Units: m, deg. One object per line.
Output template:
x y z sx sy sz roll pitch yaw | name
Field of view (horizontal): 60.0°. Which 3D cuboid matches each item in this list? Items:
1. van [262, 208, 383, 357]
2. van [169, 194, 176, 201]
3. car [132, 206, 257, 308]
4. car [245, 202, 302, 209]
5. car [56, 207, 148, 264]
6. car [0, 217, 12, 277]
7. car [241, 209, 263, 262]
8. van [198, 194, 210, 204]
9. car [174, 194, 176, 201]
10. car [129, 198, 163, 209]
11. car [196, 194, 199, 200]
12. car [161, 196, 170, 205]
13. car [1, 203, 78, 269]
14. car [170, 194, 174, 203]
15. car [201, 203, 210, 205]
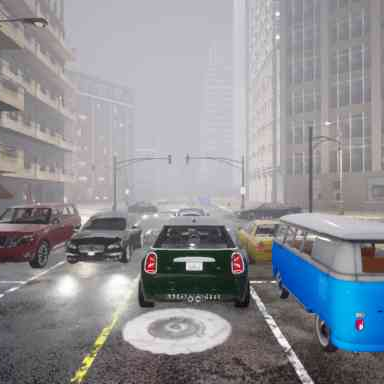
2.561 1.343 5.878 1.690 1.788 3.998 0 0 0 | van
-5.475 1.542 93.709 1.690 1.788 3.998 0 0 0 | van
0.050 1.355 8.098 2.097 1.767 4.553 0 0 0 | car
5.924 1.491 25.821 5.357 1.411 2.033 -1 0 -7 | car
-2.902 1.511 11.928 1.837 1.490 4.892 0 0 0 | car
-5.320 1.442 5.858 1.967 1.590 4.097 0 0 0 | car
2.549 1.531 11.584 1.752 1.417 4.829 0 0 0 | car
2.464 1.429 60.409 1.690 1.788 3.998 0 0 0 | van
-5.447 1.705 77.053 1.947 1.339 4.313 0 0 0 | car
-5.273 1.599 35.830 1.994 1.385 4.181 0 0 -33 | car
2.424 1.704 82.618 1.887 1.381 4.507 0 0 0 | car
-5.417 1.613 60.225 1.752 1.417 4.829 0 0 0 | car
-5.329 1.321 11.394 2.192 1.841 5.009 0 0 0 | car
-5.436 1.561 71.501 1.967 1.590 4.097 0 0 0 | car
-0.030 1.536 17.141 1.812 1.442 4.674 0 0 0 | car
